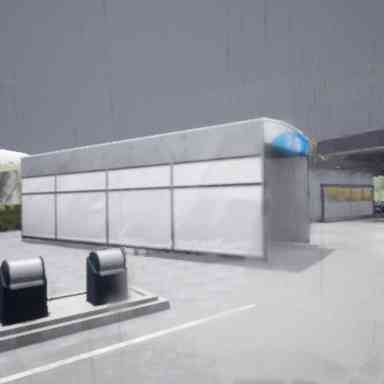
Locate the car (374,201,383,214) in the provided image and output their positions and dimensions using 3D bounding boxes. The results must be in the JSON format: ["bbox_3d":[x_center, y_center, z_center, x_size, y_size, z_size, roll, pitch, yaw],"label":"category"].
[{"bbox_3d":[24.754,2.108,44.335,4.611,1.667,2.242,0,-2,-38],"label":"car"}]
